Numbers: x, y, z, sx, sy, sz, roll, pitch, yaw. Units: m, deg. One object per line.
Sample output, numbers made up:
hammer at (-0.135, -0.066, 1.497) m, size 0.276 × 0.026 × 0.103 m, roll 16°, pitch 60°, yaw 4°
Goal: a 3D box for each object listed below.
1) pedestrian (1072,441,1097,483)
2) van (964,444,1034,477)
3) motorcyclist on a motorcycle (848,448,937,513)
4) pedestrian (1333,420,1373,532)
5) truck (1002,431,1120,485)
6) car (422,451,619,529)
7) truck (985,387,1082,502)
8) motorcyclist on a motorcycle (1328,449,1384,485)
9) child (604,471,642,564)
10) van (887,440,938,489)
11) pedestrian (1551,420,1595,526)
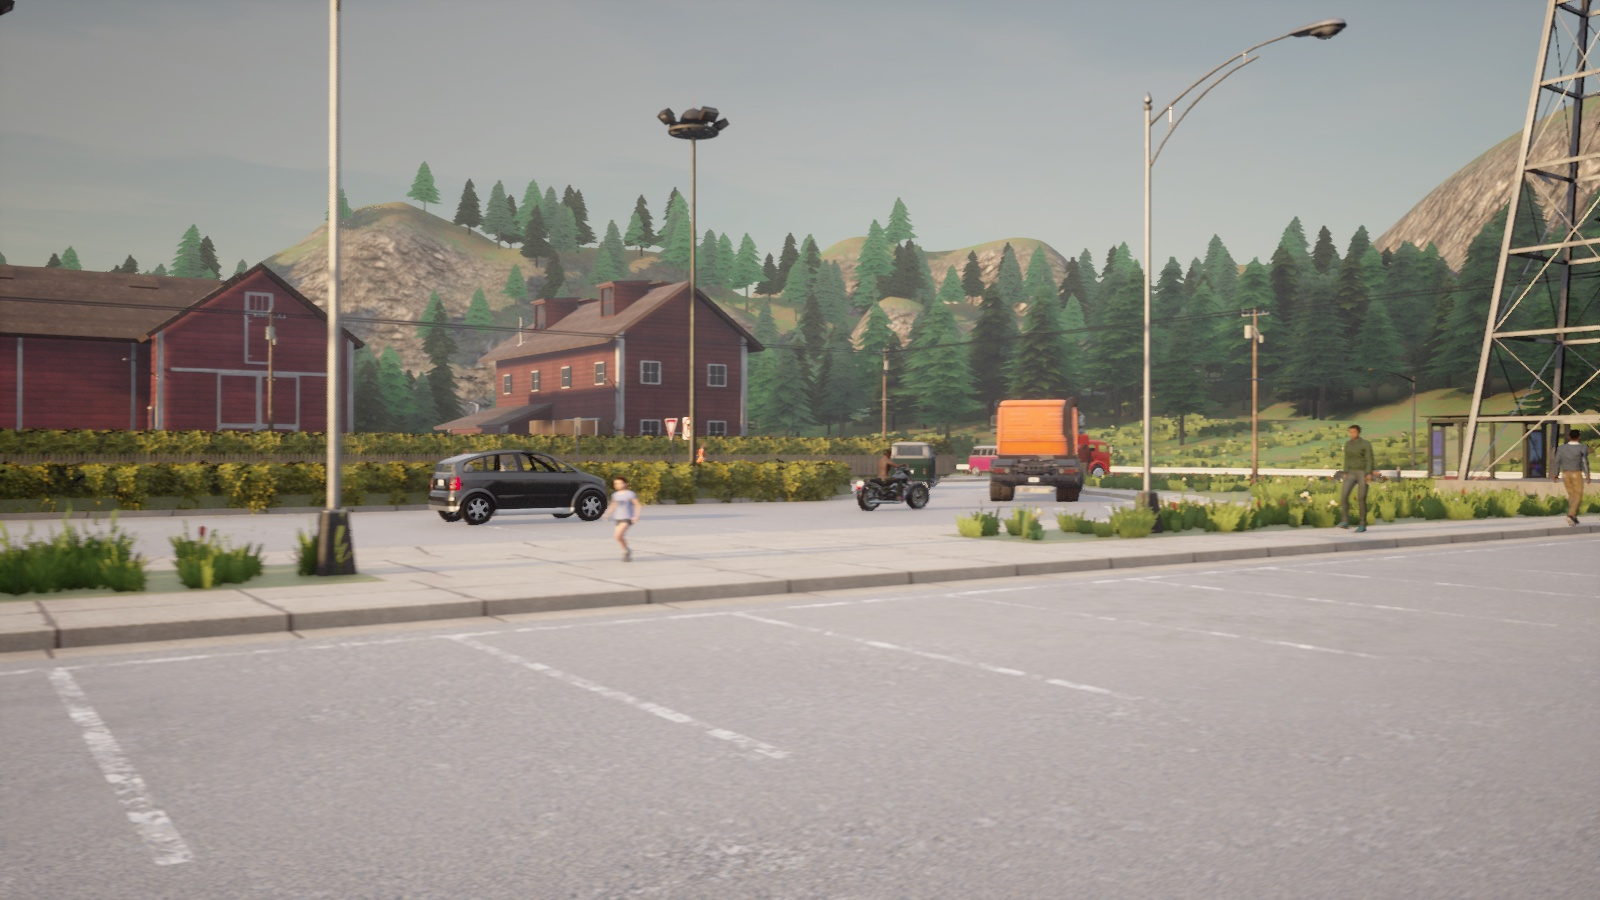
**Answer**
pedestrian at (12.613, 0.510, 55.648) m, size 0.899 × 1.844 × 0.634 m, roll 0°, pitch 0°, yaw -40°
van at (12.414, 0.664, 78.711) m, size 1.775 × 1.987 × 4.442 m, roll 0°, pitch 0°, yaw -34°
motorcyclist on a motorcycle at (2.417, 0.770, 32.596) m, size 2.350 × 1.649 × 0.766 m, roll 0°, pitch 0°, yaw -35°
pedestrian at (9.285, 0.432, 21.076) m, size 0.614 × 1.847 × 0.353 m, roll 0°, pitch 0°, yaw -36°
truck at (12.529, 0.376, 60.232) m, size 5.204 × 2.467 × 2.627 m, roll 0°, pitch 0°, yaw -33°
car at (-5.950, 0.802, 26.838) m, size 3.705 × 1.549 × 1.789 m, roll 0°, pitch 0°, yaw -34°
truck at (7.828, -0.151, 41.837) m, size 2.891 × 3.462 × 7.936 m, roll 0°, pitch 0°, yaw 11°
motorcyclist on a motorcycle at (25.914, 0.784, 58.565) m, size 0.766 × 1.649 × 2.350 m, roll 0°, pitch 0°, yaw -34°
child at (-2.159, 0.821, 15.327) m, size 0.255 × 1.110 × 0.394 m, roll 0°, pitch 0°, yaw 34°
van at (4.849, 0.616, 53.626) m, size 1.775 × 1.987 × 4.442 m, roll 0°, pitch 0°, yaw 10°
pedestrian at (14.539, 0.427, 23.622) m, size 0.788 × 1.949 × 0.423 m, roll 0°, pitch 0°, yaw -35°
